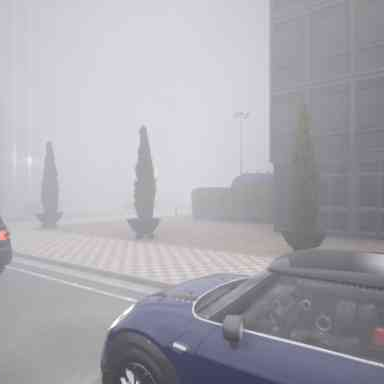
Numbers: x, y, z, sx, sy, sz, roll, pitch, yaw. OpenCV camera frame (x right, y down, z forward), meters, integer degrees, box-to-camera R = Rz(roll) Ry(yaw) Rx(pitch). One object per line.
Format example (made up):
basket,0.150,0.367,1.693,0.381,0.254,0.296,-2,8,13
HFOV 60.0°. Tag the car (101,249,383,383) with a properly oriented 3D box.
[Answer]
car,1.240,1.356,3.108,4.553,1.767,2.097,1,0,36

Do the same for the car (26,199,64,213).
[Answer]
car,-16.834,1.484,37.217,2.128,1.511,4.902,0,0,35

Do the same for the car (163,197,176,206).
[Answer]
car,-4.550,1.559,54.737,1.994,1.385,4.181,0,0,35

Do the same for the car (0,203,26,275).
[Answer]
car,-7.074,1.221,9.017,5.566,2.045,2.150,0,0,36

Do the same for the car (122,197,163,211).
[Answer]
car,-6.212,1.488,39.842,2.128,1.511,4.902,0,0,35
